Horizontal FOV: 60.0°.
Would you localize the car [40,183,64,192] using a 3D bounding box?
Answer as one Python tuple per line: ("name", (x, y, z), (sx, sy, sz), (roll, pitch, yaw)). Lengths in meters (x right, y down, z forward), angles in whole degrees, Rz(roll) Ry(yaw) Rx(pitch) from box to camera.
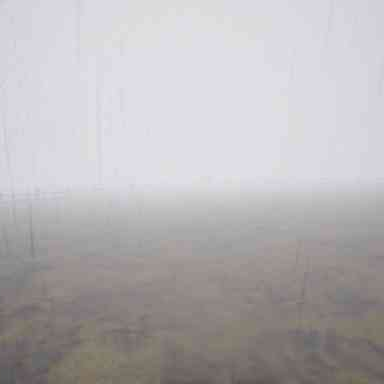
("car", (-27.306, -0.900, 64.670), (1.837, 1.490, 4.892), (1, 3, 27))
